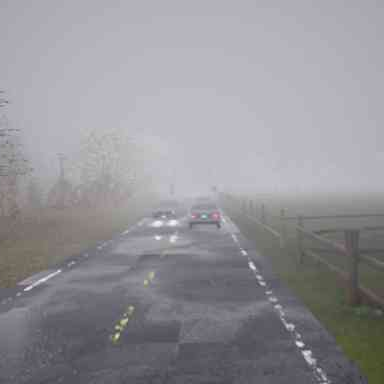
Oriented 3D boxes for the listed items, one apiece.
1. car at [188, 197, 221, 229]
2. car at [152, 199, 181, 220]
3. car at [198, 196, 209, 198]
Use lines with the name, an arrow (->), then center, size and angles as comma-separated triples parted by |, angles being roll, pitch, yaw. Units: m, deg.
car -> 0.739, 1.293, 19.860 | 2.033, 1.411, 5.357 | -2, 1, 2
car -> -1.889, 1.301, 25.929 | 2.033, 1.411, 5.357 | -2, 1, 2
car -> 1.333, 1.076, 37.140 | 1.994, 1.385, 4.181 | -2, 1, 2
